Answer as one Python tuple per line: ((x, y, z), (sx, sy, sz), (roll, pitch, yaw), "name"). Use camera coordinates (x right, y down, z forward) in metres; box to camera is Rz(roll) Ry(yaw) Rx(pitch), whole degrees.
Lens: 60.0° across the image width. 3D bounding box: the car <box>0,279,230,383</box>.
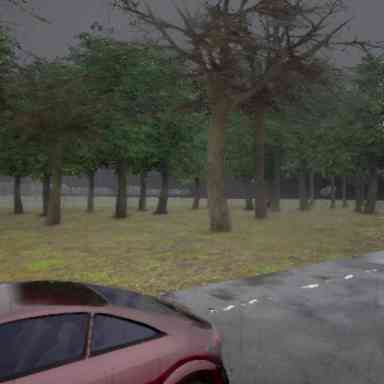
((-1.691, 1.565, 2.784), (4.181, 1.385, 1.994), (0, 0, -35), "car")
